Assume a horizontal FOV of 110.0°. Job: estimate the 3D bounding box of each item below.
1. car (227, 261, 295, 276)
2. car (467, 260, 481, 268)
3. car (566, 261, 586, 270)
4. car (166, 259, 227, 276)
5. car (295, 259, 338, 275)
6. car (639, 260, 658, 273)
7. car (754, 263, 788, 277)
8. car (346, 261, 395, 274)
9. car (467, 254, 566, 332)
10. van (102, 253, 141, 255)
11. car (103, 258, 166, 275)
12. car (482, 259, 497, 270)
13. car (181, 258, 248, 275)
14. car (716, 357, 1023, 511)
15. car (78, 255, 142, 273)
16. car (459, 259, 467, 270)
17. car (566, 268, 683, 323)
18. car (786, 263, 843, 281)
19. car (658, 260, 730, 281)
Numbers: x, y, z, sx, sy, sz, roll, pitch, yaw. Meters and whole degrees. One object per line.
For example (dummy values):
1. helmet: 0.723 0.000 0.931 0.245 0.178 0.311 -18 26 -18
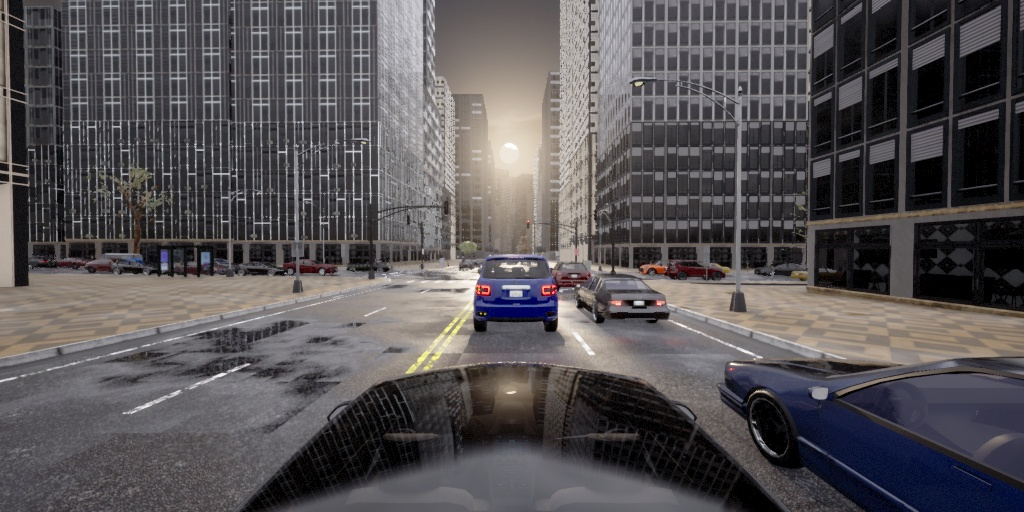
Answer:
1. car: -22.732 1.173 32.581 4.313 1.339 1.948 0 0 1
2. car: -6.569 1.304 62.760 1.895 1.301 4.718 0 0 0
3. car: 3.349 1.092 21.400 2.097 1.767 4.553 0 0 0
4. car: -28.416 1.137 32.714 4.207 1.307 1.802 0 0 1
5. car: -19.766 1.068 35.228 5.008 1.535 1.882 1 1 0
6. car: 15.781 1.208 37.857 4.553 1.767 2.097 0 1 -1
7. car: 28.150 1.471 37.621 4.892 1.490 1.837 1 1 1
8. car: -15.125 1.181 38.336 4.718 1.301 1.895 1 1 1
9. car: 0.097 0.967 10.990 2.150 2.045 5.566 0 0 0
10. van: -45.287 0.604 41.548 3.998 1.789 1.690 0 0 1
11. car: -34.096 1.069 32.888 4.313 1.339 1.948 0 0 1
12. car: -3.335 1.191 53.348 1.882 1.535 5.008 0 0 0
13. car: -29.268 0.995 35.423 4.902 1.511 2.128 1 1 1
14. car: 3.350 1.297 1.813 2.033 1.411 5.357 0 0 1
15. car: -39.540 0.936 35.636 4.674 1.442 1.812 1 1 1
16. car: -6.601 1.220 52.457 1.837 1.490 4.892 0 0 -1
17. car: 3.350 1.293 11.993 2.033 1.411 5.357 0 0 0
18. car: 27.642 1.578 31.854 4.829 1.417 1.751 0 0 1
19. car: 16.193 1.268 32.051 5.009 1.841 2.192 0 0 1
